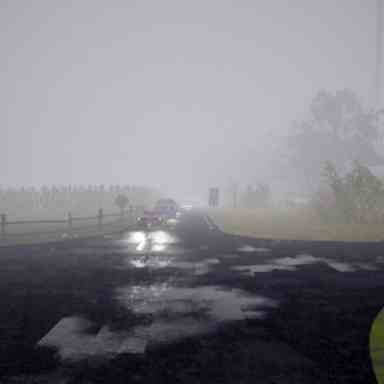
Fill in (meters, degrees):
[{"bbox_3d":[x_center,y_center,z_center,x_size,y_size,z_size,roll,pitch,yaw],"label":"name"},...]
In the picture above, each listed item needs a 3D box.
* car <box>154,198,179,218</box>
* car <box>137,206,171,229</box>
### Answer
[{"bbox_3d":[-2.846,1.696,36.142,2.150,2.045,5.566,0,-1,0],"label":"car"},{"bbox_3d":[-2.848,1.919,24.540,1.895,1.301,4.718,0,-1,0],"label":"car"}]
